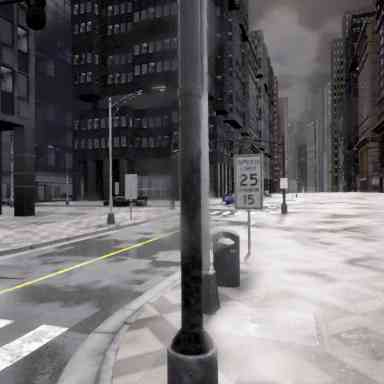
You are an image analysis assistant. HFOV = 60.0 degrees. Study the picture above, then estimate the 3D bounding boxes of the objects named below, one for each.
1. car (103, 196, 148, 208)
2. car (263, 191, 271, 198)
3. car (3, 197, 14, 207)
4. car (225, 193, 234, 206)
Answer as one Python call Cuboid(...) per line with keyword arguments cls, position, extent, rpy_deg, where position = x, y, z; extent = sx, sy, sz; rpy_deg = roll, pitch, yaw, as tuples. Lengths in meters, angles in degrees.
Cuboid(cls="car", position=(-7.273, 1.144, 36.526), extent=(4.718, 1.301, 1.895), rpy_deg=(0, 0, 19))
Cuboid(cls="car", position=(15.024, 0.441, 67.815), extent=(1.994, 1.385, 4.181), rpy_deg=(-1, 1, 19))
Cuboid(cls="car", position=(-25.604, 1.319, 42.835), extent=(4.718, 1.301, 1.895), rpy_deg=(0, 0, 19))
Cuboid(cls="car", position=(5.292, 0.835, 39.618), extent=(1.882, 1.535, 5.008), rpy_deg=(-1, 1, 19))
